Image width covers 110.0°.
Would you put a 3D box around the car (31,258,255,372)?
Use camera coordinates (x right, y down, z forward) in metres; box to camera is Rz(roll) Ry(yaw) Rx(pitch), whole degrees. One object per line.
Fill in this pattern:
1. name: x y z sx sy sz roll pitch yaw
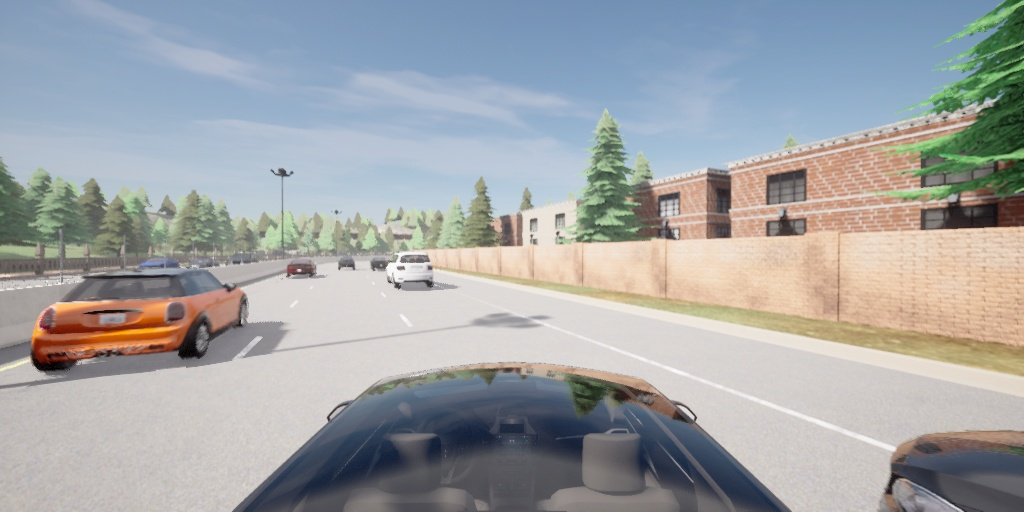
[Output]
1. car: -7.561 1.050 7.925 2.097 1.767 4.553 0 1 -25

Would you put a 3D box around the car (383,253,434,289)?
1. car: -6.342 0.810 22.042 2.150 2.045 5.566 0 1 -25

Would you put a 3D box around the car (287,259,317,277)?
1. car: -18.327 0.987 31.358 1.882 1.535 5.008 0 1 -25

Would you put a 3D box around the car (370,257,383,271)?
1. car: -15.667 0.903 42.333 1.882 1.535 5.008 0 0 -25

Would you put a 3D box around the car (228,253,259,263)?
1. car: -30.341 0.639 40.495 2.150 2.045 5.566 0 0 -25

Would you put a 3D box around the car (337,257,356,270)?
1. car: -20.270 0.908 43.968 1.837 1.490 4.892 0 -1 -25

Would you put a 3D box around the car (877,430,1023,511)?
1. car: 3.636 1.288 0.332 1.812 1.442 4.674 0 0 -25
